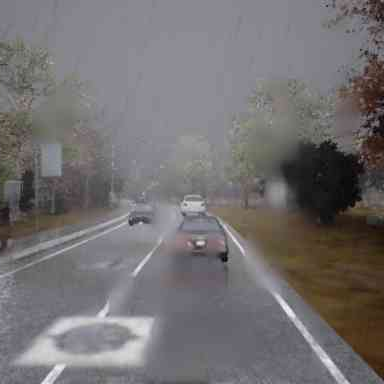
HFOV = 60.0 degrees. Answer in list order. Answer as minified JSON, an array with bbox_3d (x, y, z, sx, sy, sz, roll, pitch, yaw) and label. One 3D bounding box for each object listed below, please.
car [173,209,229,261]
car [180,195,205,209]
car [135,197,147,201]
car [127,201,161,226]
[{"bbox_3d":[0.315,1.581,12.392,2.033,1.411,5.357,0,0,1],"label":"car"},{"bbox_3d":[0.021,1.327,33.001,2.150,2.045,5.566,1,0,-4],"label":"car"},{"bbox_3d":[-9.869,1.618,64.767,1.994,1.385,4.181,2,0,-18],"label":"car"},{"bbox_3d":[-3.289,1.608,23.931,2.033,1.411,5.357,0,0,-1],"label":"car"}]
